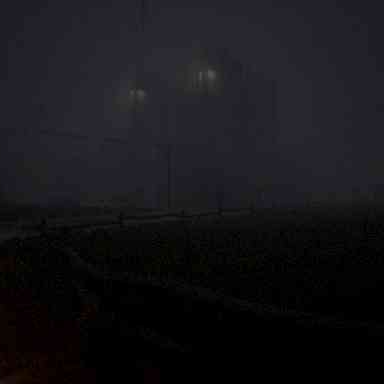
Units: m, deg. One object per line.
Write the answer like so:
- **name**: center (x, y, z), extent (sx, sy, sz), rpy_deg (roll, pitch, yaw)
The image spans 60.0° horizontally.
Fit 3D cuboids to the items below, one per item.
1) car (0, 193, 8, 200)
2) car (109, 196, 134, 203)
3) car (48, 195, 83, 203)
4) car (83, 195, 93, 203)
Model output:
- **car**: center (-38.809, 1.161, 66.385), extent (1.905, 1.878, 3.866), rpy_deg (0, 0, 39)
- **car**: center (-11.686, 1.388, 54.895), extent (5.008, 1.535, 1.882), rpy_deg (0, 0, 38)
- **car**: center (-19.835, 1.381, 51.355), extent (2.242, 1.667, 4.611), rpy_deg (0, 0, 39)
- **car**: center (-20.319, 1.378, 61.534), extent (4.902, 1.511, 2.128), rpy_deg (0, 0, 38)
